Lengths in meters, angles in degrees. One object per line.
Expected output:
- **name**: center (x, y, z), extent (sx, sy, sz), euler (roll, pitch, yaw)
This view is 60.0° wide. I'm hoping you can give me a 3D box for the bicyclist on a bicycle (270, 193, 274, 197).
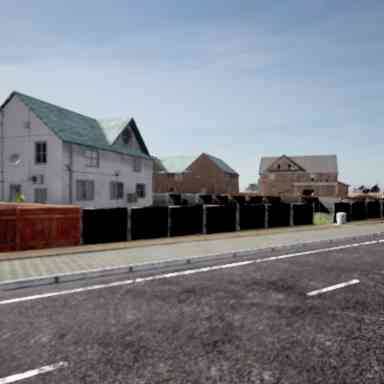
- **bicyclist on a bicycle**: center (10.360, 1.006, 43.326), extent (0.582, 1.620, 1.656), euler (1, 0, 19)
